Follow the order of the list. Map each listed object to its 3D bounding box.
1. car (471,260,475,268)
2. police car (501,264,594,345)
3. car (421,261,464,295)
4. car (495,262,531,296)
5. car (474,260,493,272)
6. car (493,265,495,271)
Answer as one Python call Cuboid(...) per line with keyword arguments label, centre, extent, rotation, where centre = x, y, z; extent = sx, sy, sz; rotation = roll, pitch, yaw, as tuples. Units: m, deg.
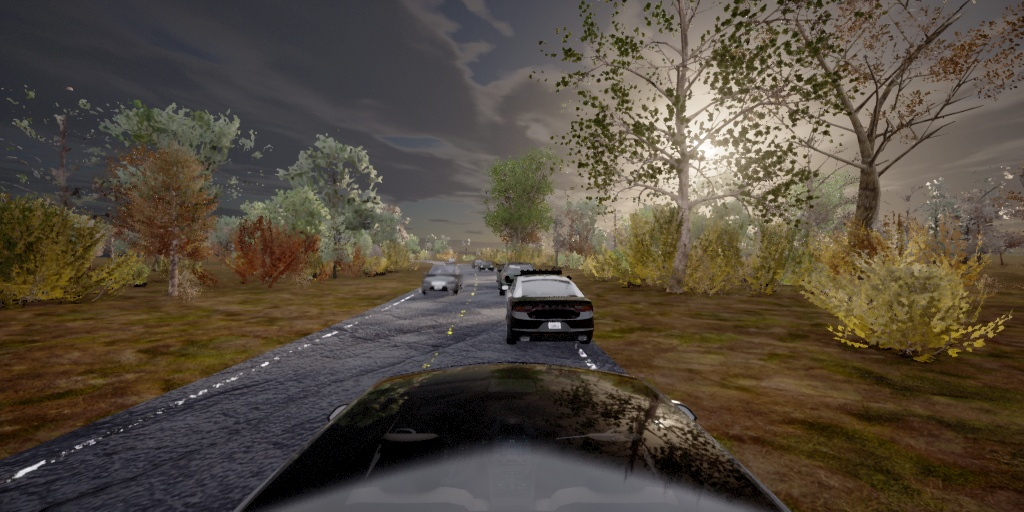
Cuboid(label="car", centre=(-5.571, 1.291, 58.833), extent=(2.033, 1.411, 5.357), rotation=(0, 0, -11))
Cuboid(label="police car", centre=(0.768, 1.175, 9.698), extent=(1.930, 1.638, 5.238), rotation=(0, 0, -2))
Cuboid(label="car", centre=(-3.700, 1.240, 19.678), extent=(2.128, 1.511, 4.902), rotation=(0, 0, -4))
Cuboid(label="car", centre=(0.298, 1.100, 19.627), extent=(2.097, 1.767, 4.553), rotation=(0, 0, -4))
Cuboid(label="car", centre=(-3.479, 1.347, 46.593), extent=(1.895, 1.301, 4.718), rotation=(0, 0, -9))
Cuboid(label="car", centre=(-0.146, 1.253, 25.687), extent=(1.837, 1.490, 4.892), rotation=(0, 0, -5))
